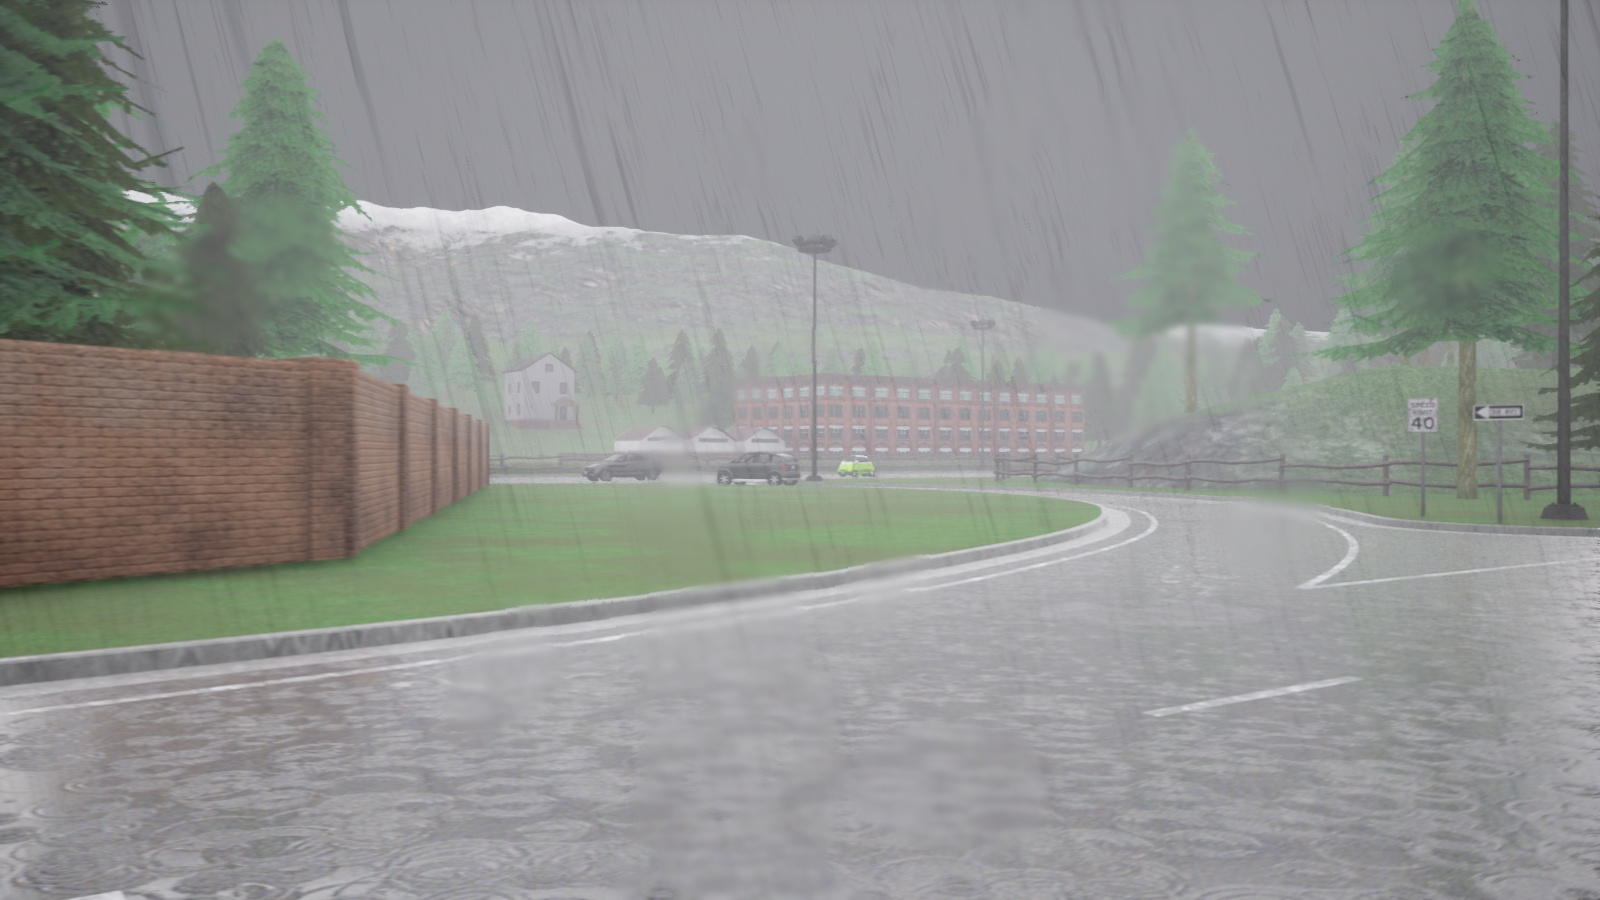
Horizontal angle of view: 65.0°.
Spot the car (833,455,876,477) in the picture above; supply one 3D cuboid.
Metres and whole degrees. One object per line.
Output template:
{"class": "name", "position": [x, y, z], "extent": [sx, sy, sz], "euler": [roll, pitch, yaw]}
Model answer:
{"class": "car", "position": [3.408, 0.984, 78.025], "extent": [2.207, 1.376, 1.481], "euler": [0, 0, -35]}

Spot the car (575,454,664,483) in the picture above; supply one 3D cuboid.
{"class": "car", "position": [-9.313, 0.937, 64.963], "extent": [4.193, 1.474, 1.816], "euler": [0, 0, -35]}

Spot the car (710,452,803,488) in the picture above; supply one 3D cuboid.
{"class": "car", "position": [-1.931, 0.863, 55.613], "extent": [3.705, 1.549, 1.789], "euler": [0, 0, 26]}
